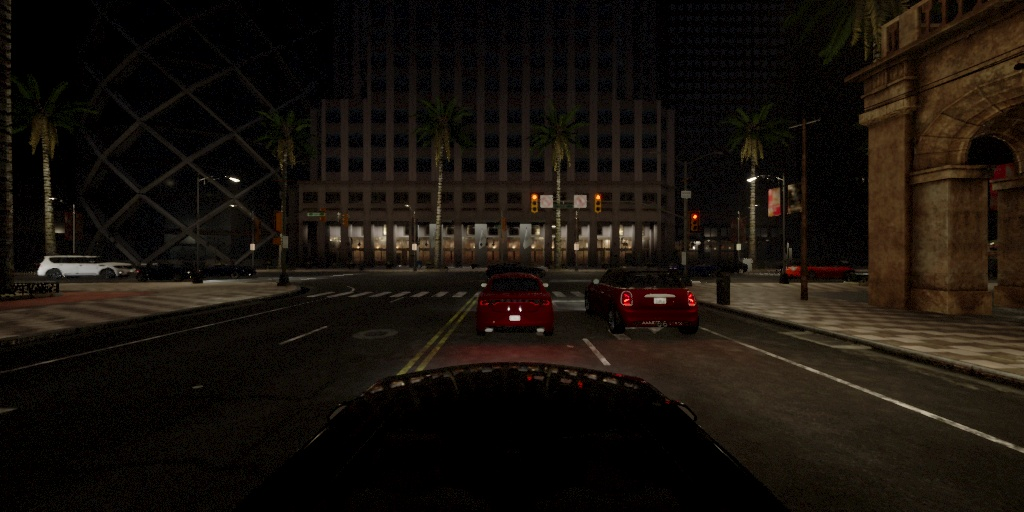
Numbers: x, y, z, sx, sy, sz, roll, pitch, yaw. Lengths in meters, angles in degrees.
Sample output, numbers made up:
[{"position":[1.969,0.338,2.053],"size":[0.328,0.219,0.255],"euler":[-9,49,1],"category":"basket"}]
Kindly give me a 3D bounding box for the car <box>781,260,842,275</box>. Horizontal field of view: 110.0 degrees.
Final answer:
[{"position":[32.777,1.228,39.327],"size":[5.008,1.535,1.882],"euler":[0,0,0],"category":"car"}]

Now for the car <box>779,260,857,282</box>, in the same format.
[{"position":[24.633,1.102,28.654],"size":[4.553,1.767,2.097],"euler":[0,0,0],"category":"car"}]

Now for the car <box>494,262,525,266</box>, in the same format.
[{"position":[0.279,1.241,28.725],"size":[4.902,1.511,2.128],"euler":[0,0,0],"category":"car"}]

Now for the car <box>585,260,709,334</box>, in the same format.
[{"position":[3.582,1.102,10.774],"size":[2.097,1.767,4.553],"euler":[0,0,0],"category":"car"}]

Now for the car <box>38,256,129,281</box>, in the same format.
[{"position":[-35.846,0.975,30.395],"size":[5.566,2.045,2.150],"euler":[0,0,-20],"category":"car"}]

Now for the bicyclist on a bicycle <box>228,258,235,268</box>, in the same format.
[{"position":[-35.750,1.050,45.689],"size":[0.582,1.620,1.656],"euler":[0,0,-12],"category":"bicyclist on a bicycle"}]

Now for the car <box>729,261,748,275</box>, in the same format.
[{"position":[23.170,1.255,39.359],"size":[4.892,1.490,1.837],"euler":[0,0,0],"category":"car"}]

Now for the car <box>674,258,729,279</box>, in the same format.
[{"position":[16.377,1.102,32.179],"size":[4.553,1.767,2.097],"euler":[0,0,0],"category":"car"}]

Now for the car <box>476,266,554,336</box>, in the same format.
[{"position":[0.080,1.228,10.433],"size":[1.882,1.535,5.008],"euler":[0,0,0],"category":"car"}]

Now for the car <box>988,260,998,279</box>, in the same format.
[{"position":[42.781,1.297,32.088],"size":[5.357,1.411,2.033],"euler":[0,0,0],"category":"car"}]

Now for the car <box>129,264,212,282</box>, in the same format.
[{"position":[-27.013,1.314,28.463],"size":[4.181,1.385,1.994],"euler":[0,0,-4],"category":"car"}]

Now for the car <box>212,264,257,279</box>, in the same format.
[{"position":[-25.727,1.351,32.062],"size":[4.718,1.301,1.895],"euler":[0,0,-3],"category":"car"}]
